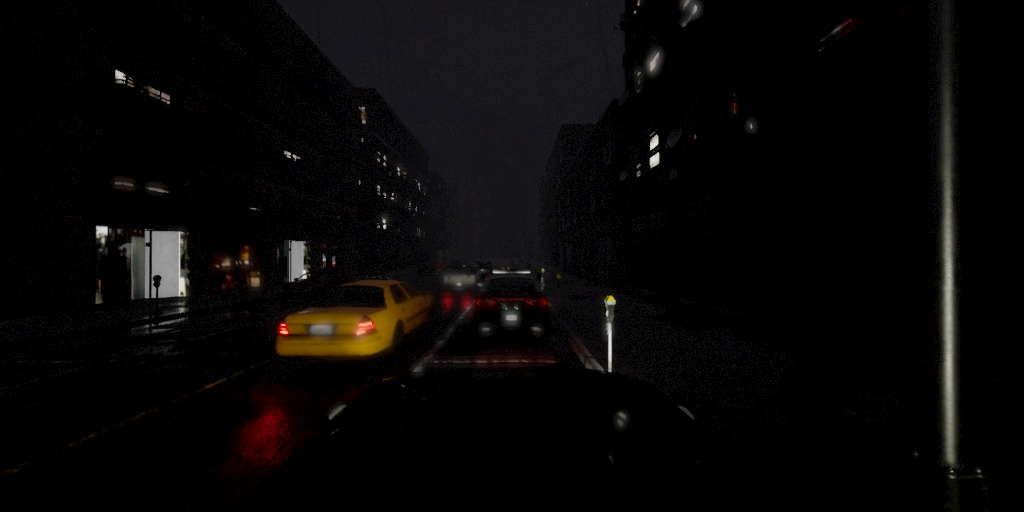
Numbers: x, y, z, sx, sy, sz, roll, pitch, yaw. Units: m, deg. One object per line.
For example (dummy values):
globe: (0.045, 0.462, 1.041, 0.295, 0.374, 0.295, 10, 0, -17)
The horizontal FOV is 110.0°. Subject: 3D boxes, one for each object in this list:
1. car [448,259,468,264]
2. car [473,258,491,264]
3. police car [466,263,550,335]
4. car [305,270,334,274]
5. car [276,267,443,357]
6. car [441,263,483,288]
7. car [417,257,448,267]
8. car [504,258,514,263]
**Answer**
car: (-6.213, 1.100, 42.429, 2.097, 1.767, 4.553, 0, 0, 0)
car: (-3.078, 1.241, 39.744, 2.128, 1.511, 4.902, 0, 0, 0)
police car: (-0.011, 1.175, 10.609, 1.930, 1.638, 5.238, 0, 0, 0)
car: (-8.837, 1.333, 16.462, 1.802, 1.307, 4.207, 0, 0, 0)
car: (-3.146, 1.205, 8.491, 1.801, 1.575, 5.366, 0, 0, 0)
car: (-3.084, 1.351, 23.322, 1.895, 1.301, 4.718, 0, 0, 0)
car: (-8.837, 1.064, 39.007, 2.192, 1.841, 5.009, 0, 0, 0)
car: (-0.456, 1.275, 39.173, 1.751, 1.417, 4.829, 0, 0, 0)
